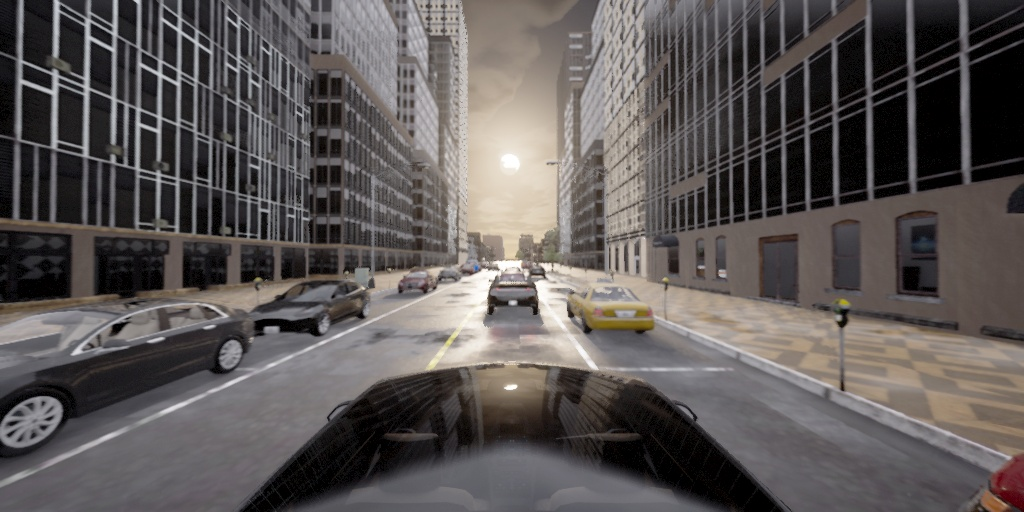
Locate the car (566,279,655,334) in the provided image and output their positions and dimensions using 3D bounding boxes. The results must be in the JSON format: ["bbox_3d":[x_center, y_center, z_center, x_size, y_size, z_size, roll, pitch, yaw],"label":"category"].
[{"bbox_3d":[2.694,1.358,10.826,1.751,1.417,4.829,0,0,0],"label":"car"}]

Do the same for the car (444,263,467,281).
[{"bbox_3d":[-5.679,1.587,33.440,2.007,1.370,4.403,0,0,0],"label":"car"}]

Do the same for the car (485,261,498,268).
[{"bbox_3d":[-3.029,1.810,59.478,2.033,1.411,5.357,0,0,1],"label":"car"}]

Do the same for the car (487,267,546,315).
[{"bbox_3d":[0.052,1.358,14.267,2.128,1.511,4.902,0,0,1],"label":"car"}]

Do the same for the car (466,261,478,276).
[{"bbox_3d":[-5.675,1.682,44.824,1.888,1.381,4.507,0,0,0],"label":"car"}]

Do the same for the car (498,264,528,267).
[{"bbox_3d":[0.059,1.567,29.548,1.994,1.385,4.181,0,0,0],"label":"car"}]

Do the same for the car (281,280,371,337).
[{"bbox_3d":[-5.686,1.399,10.672,1.948,1.339,4.313,0,0,0],"label":"car"}]

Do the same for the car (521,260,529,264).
[{"bbox_3d":[2.712,1.723,61.883,1.967,1.591,4.097,0,0,0],"label":"car"}]

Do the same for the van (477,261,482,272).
[{"bbox_3d":[-5.673,1.527,50.517,1.690,1.789,3.998,0,0,0],"label":"van"}]

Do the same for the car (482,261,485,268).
[{"bbox_3d":[-5.671,1.817,56.209,1.802,1.307,4.207,0,0,0],"label":"car"}]

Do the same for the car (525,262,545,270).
[{"bbox_3d":[2.704,1.652,39.117,1.948,1.339,4.313,0,0,0],"label":"car"}]

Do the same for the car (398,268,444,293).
[{"bbox_3d":[-5.682,1.518,22.055,1.802,1.307,4.207,0,0,0],"label":"car"}]

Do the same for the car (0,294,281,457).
[{"bbox_3d":[-5.688,1.331,4.980,2.007,1.370,4.403,0,0,0],"label":"car"}]
